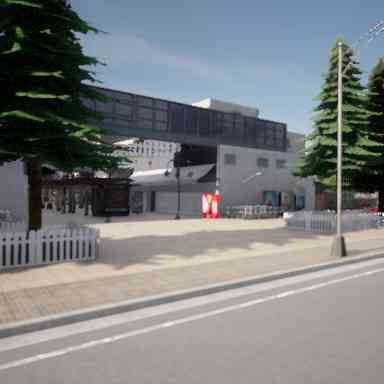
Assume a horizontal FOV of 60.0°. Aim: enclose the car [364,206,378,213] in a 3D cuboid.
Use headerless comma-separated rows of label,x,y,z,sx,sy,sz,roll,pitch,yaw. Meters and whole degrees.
car,20.219,1.938,33.741,1.895,1.301,4.718,1,0,-34
